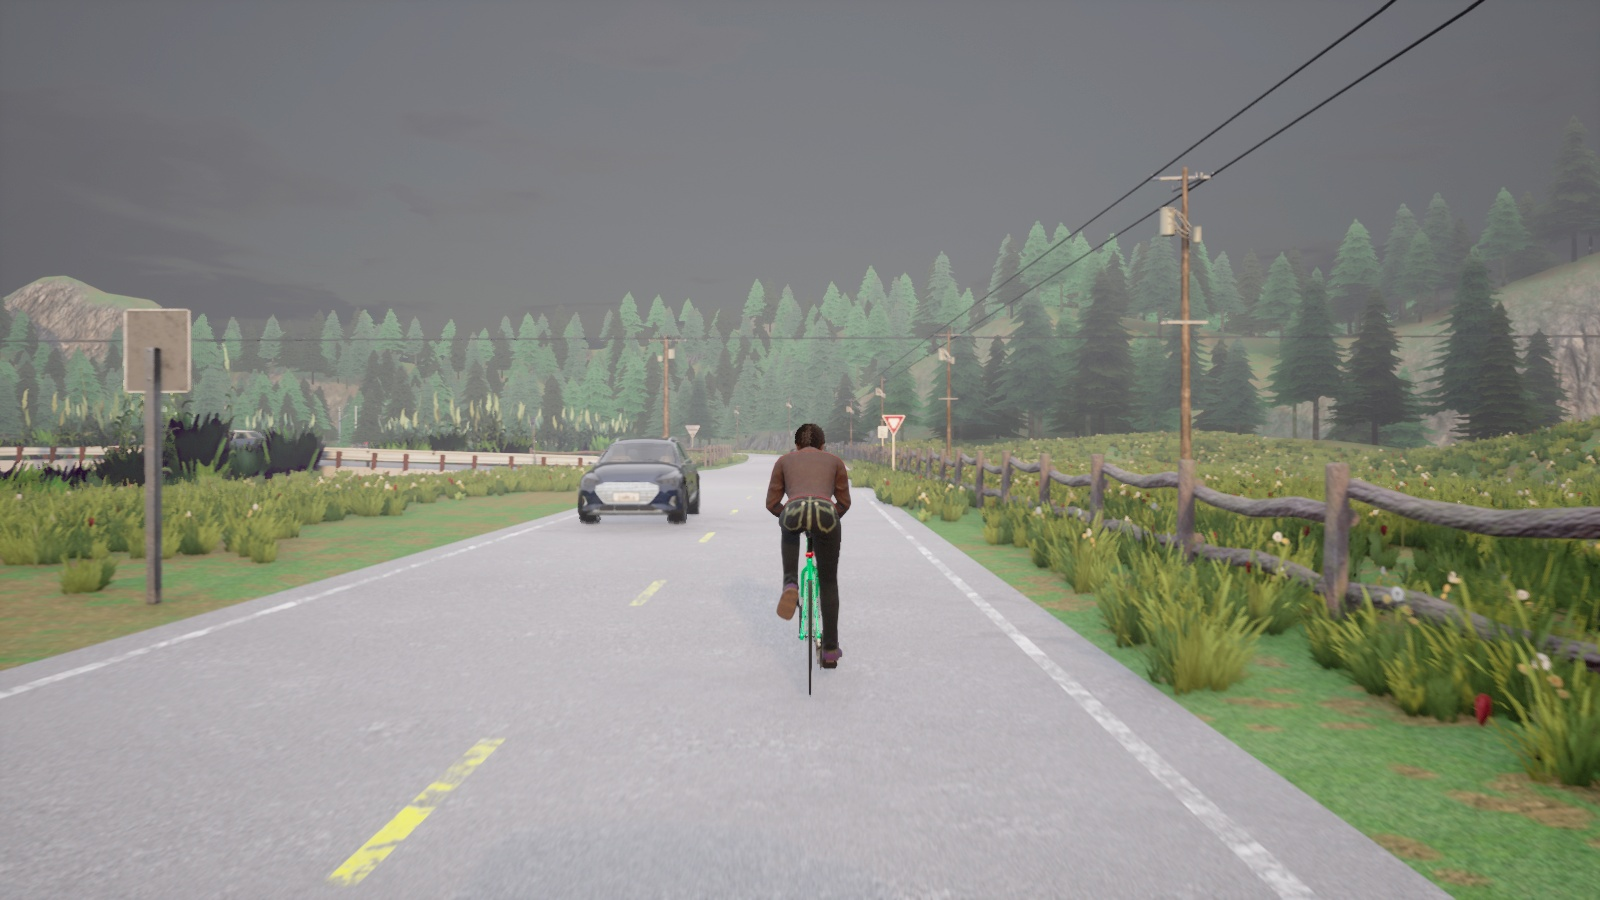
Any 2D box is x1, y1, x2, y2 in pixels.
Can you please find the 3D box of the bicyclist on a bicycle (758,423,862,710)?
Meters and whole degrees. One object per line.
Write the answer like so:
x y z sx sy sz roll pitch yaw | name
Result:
0.061 0.655 7.911 0.582 1.620 1.656 0 0 0 | bicyclist on a bicycle

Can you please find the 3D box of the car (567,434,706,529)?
-3.044 0.537 24.354 2.033 1.649 4.856 0 0 0 | car

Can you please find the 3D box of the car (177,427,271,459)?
-28.934 -0.353 63.159 3.806 1.475 1.970 1 0 3 | car
